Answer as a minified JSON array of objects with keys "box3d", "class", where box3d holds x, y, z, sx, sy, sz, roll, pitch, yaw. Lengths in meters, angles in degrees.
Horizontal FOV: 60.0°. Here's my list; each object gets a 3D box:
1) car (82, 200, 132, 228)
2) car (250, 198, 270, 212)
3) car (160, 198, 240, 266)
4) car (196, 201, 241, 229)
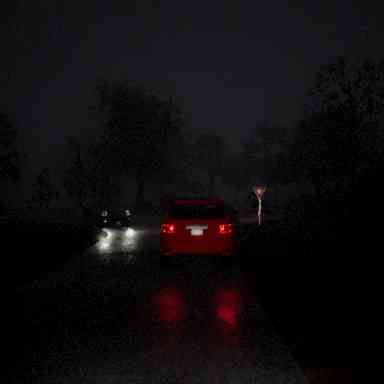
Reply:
[{"box3d":[-5.810,1.339,22.485,2.097,1.767,4.553,0,0,-34],"class":"car"},{"box3d":[7.941,1.484,38.836,1.837,1.490,4.892,2,0,16],"class":"car"},{"box3d":[0.156,1.209,11.625,2.150,2.045,5.566,0,-1,0],"class":"car"},{"box3d":[1.966,1.465,22.952,1.882,1.535,5.008,0,0,20],"class":"car"}]
